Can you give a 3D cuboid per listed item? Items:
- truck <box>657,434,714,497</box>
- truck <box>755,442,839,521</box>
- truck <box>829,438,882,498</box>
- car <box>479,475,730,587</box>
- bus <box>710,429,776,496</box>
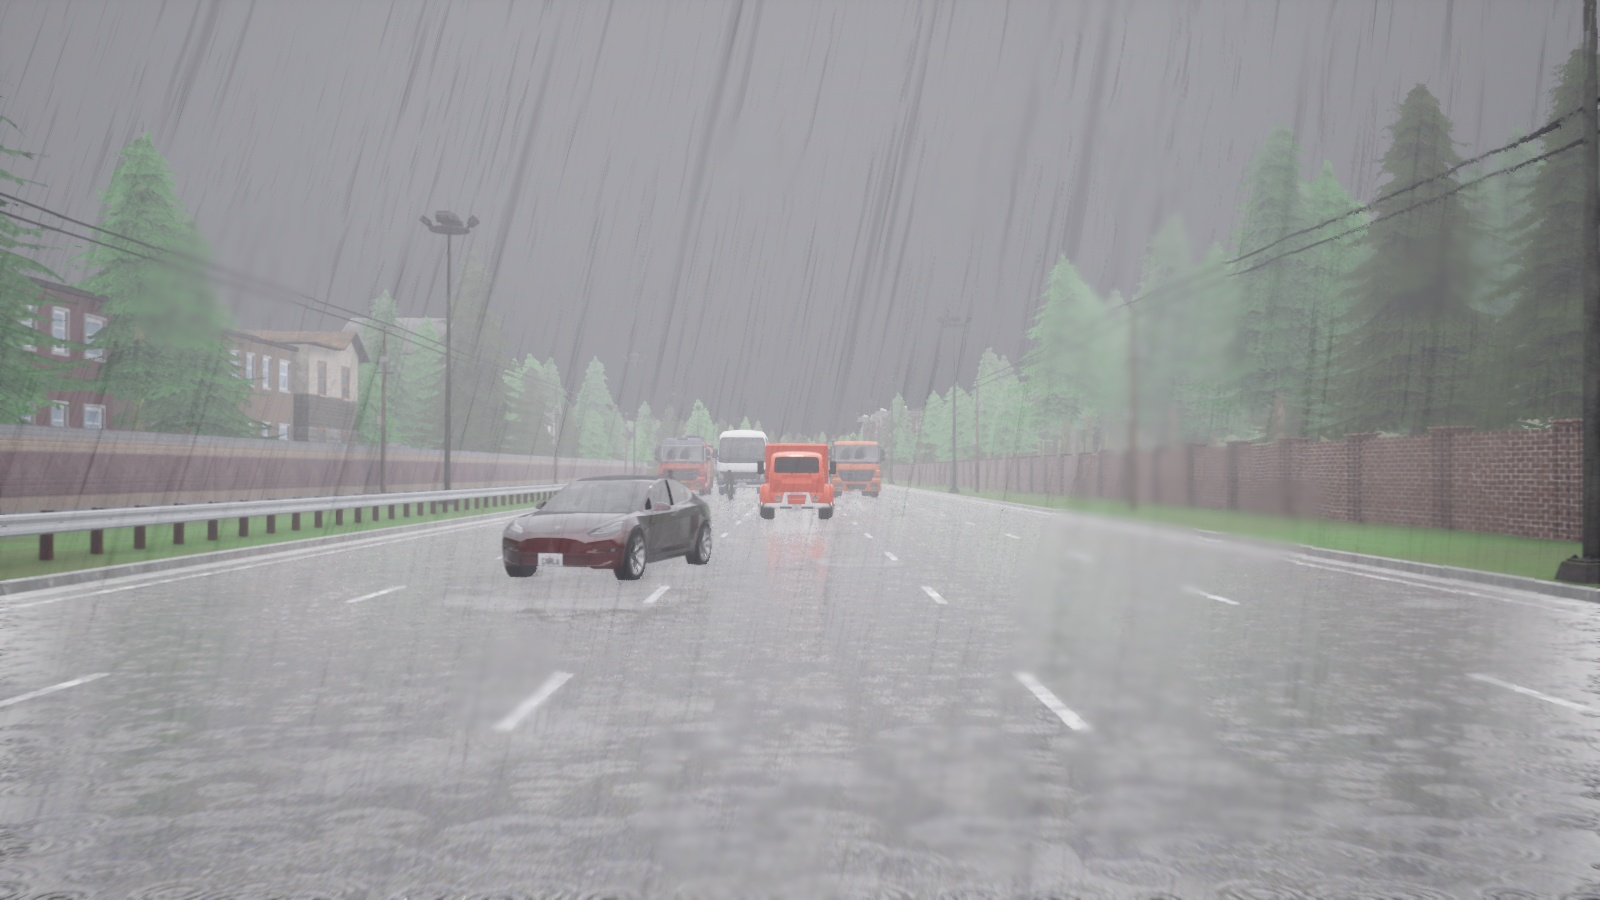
[{"bbox_3d":[-7.198,1.020,80.158,2.891,3.827,8.468,0,-1,0],"label":"truck"},{"bbox_3d":[-0.103,1.029,41.894,2.627,2.467,5.204,0,-1,0],"label":"truck"},{"bbox_3d":[3.310,1.115,77.403,2.891,3.462,7.936,0,-1,0],"label":"truck"},{"bbox_3d":[-2.842,1.154,19.590,2.163,1.488,4.792,0,-1,14],"label":"car"},{"bbox_3d":[-3.709,0.865,84.407,3.944,4.253,10.273,0,-1,0],"label":"bus"}]
